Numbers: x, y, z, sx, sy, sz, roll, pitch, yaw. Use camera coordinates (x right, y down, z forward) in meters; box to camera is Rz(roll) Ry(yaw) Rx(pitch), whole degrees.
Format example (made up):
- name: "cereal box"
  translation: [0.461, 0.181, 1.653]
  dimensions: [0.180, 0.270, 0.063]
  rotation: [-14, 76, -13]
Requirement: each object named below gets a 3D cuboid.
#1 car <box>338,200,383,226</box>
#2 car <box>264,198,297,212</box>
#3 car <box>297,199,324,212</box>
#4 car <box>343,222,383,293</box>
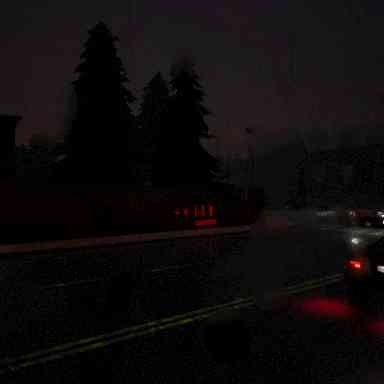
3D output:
- name: "car"
  translation: [10.998, 1.352, 21.818]
  dimensions: [2.097, 1.767, 4.553]
  rotation: [-1, 0, 15]
- name: "car"
  translation: [9.060, 1.491, 38.287]
  dimensions: [2.128, 1.511, 4.902]
  rotation: [0, 0, -35]
- name: "car"
  translation: [12.744, 1.547, 39.139]
  dimensions: [2.033, 1.411, 5.357]
  rotation: [0, 0, -35]
- name: "car"
  translation: [5.770, 1.547, 7.888]
  dimensions: [5.357, 1.411, 2.033]
  rotation: [0, 0, -35]
